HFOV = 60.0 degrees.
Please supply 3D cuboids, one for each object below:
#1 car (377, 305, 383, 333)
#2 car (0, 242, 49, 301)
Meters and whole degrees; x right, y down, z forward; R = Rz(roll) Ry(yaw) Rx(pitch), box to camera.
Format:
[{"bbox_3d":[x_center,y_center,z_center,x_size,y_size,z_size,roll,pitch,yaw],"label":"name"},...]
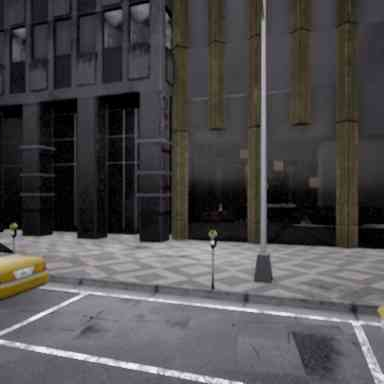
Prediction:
[{"bbox_3d":[4.893,1.524,3.768,4.829,1.417,1.752,0,0,18],"label":"car"},{"bbox_3d":[-5.445,1.521,7.144,4.829,1.417,1.752,0,0,18],"label":"car"}]
